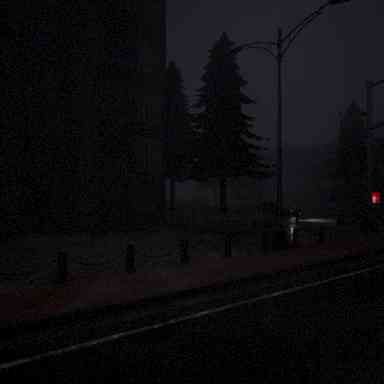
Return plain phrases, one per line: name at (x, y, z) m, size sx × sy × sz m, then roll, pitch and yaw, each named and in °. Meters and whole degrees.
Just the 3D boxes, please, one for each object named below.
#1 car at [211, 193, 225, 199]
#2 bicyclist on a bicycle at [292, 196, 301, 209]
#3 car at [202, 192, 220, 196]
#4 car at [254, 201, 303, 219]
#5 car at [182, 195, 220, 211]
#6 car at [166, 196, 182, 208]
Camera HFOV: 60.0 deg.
car at (7.287, 1.092, 94.517) m, size 1.905 × 1.878 × 3.866 m, roll 0°, pitch 0°, yaw -37°
bicyclist on a bicycle at (11.496, 1.316, 36.649) m, size 1.656 × 1.620 × 0.582 m, roll 0°, pitch 0°, yaw -37°
car at (5.199, 1.112, 92.455) m, size 1.932 × 1.855 × 4.605 m, roll 0°, pitch 0°, yaw -37°
car at (7.558, 1.541, 29.486) m, size 1.812 × 1.442 × 4.674 m, roll 0°, pitch 0°, yaw -38°
car at (1.354, 1.493, 37.674) m, size 1.882 × 1.535 × 5.008 m, roll 0°, pitch 0°, yaw -37°
car at (-2.636, 1.616, 49.074) m, size 1.895 × 1.301 × 4.718 m, roll 0°, pitch 0°, yaw -37°
